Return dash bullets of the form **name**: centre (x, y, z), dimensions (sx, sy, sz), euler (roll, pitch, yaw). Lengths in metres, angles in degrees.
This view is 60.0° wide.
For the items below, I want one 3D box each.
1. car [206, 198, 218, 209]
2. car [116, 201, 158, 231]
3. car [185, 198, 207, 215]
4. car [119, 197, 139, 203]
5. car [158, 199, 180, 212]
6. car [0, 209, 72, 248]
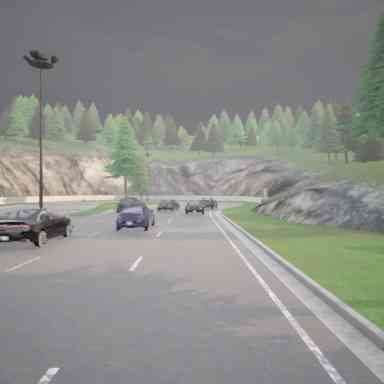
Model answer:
- **car**: centre (2.223, 1.491, 44.511), dimensions (2.128, 1.511, 4.902), euler (0, 0, 15)
- **car**: centre (-3.397, 1.525, 20.365), dimensions (1.812, 1.442, 4.674), euler (0, 0, 0)
- **car**: centre (0.344, 1.601, 34.355), dimensions (1.895, 1.301, 4.718), euler (0, 0, 3)
- **car**: centre (-6.548, 1.352, 35.619), dimensions (2.097, 1.767, 4.553), euler (0, 0, 4)
- **car**: centre (-2.680, 1.547, 39.193), dimensions (2.033, 1.411, 5.357), euler (0, 0, 8)
- **car**: centre (-6.897, 1.491, 14.713), dimensions (2.128, 1.511, 4.902), euler (0, 0, 0)
